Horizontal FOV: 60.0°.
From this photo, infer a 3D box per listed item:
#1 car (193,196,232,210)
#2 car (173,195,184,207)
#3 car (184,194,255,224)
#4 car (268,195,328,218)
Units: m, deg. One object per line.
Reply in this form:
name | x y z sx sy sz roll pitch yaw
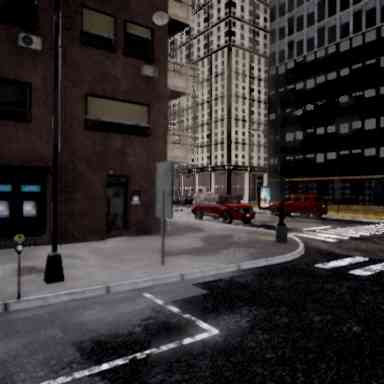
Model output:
car | 2.200 1.175 36.504 1.947 1.339 4.313 2 0 -36
car | -1.061 1.071 40.992 1.947 1.339 4.313 2 0 -36
car | 1.986 1.075 22.554 2.192 1.841 5.009 2 0 -36
car | 8.728 1.132 27.529 2.192 1.841 5.009 2 0 -36
